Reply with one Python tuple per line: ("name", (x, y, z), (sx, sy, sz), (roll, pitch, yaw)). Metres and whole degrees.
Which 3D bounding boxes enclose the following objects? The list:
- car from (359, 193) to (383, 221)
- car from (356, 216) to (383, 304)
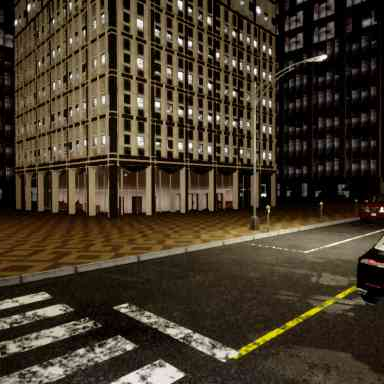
("car", (12.799, 1.022, 21.877), (5.009, 1.841, 2.192), (-1, 1, -44))
("car", (5.080, 1.410, 6.937), (4.902, 1.511, 2.128), (-1, 1, -44))
